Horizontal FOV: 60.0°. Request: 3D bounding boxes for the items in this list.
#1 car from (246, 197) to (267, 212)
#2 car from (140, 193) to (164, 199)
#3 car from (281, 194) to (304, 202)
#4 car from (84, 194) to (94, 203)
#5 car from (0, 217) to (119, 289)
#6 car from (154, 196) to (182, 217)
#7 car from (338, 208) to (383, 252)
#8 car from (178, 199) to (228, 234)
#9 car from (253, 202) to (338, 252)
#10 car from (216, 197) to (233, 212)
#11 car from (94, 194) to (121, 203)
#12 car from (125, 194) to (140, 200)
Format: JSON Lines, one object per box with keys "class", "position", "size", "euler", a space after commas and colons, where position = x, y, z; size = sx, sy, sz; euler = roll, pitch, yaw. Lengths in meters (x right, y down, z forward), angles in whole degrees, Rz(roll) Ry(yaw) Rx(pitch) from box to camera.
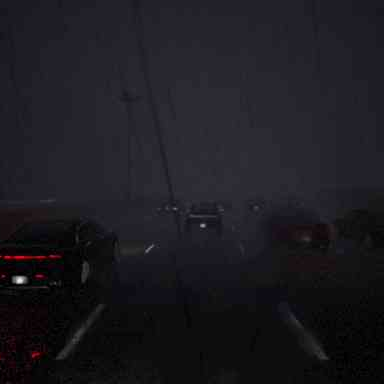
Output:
{"class": "car", "position": [6.567, 1.236, 33.822], "size": [1.837, 1.490, 4.892], "euler": [0, 0, 12]}
{"class": "car", "position": [-6.059, 0.919, 54.639], "size": [2.097, 1.767, 4.553], "euler": [0, 0, 19]}
{"class": "car", "position": [10.076, 1.086, 33.465], "size": [2.097, 1.767, 4.553], "euler": [0, 0, 12]}
{"class": "car", "position": [-16.439, 1.055, 56.685], "size": [1.837, 1.490, 4.892], "euler": [0, 0, 18]}
{"class": "car", "position": [-3.303, 1.434, 8.918], "size": [1.837, 1.490, 4.892], "euler": [0, 1, 1]}
{"class": "car", "position": [-1.567, 1.321, 28.531], "size": [2.033, 1.411, 5.357], "euler": [0, 0, 9]}
{"class": "car", "position": [7.379, 1.371, 13.410], "size": [1.882, 1.535, 5.008], "euler": [0, 0, 3]}
{"class": "car", "position": [0.711, 1.348, 18.061], "size": [2.128, 1.511, 4.902], "euler": [0, 0, 5]}
{"class": "car", "position": [3.879, 1.370, 13.416], "size": [1.882, 1.535, 5.008], "euler": [0, 0, 3]}
{"class": "car", "position": [3.191, 1.249, 34.791], "size": [1.812, 1.442, 4.674], "euler": [0, 0, 12]}
{"class": "car", "position": [-13.462, 1.072, 54.460], "size": [1.837, 1.490, 4.892], "euler": [0, 1, 18]}
{"class": "car", "position": [-9.431, 1.036, 55.630], "size": [1.882, 1.535, 5.008], "euler": [0, 0, 19]}
